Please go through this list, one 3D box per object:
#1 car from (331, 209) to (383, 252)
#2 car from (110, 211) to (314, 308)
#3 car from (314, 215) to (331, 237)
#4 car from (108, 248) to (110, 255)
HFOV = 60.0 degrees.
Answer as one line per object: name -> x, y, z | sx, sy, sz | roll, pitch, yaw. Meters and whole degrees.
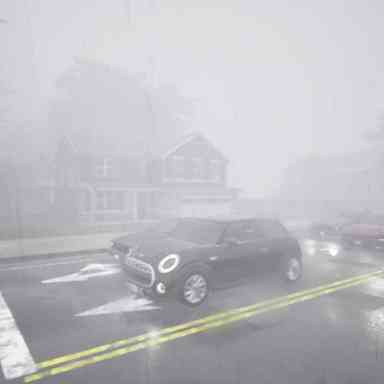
car -> 7.992, 1.553, 13.393 | 5.008, 1.535, 1.882 | 0, 0, -36
car -> 0.628, 1.380, 8.128 | 4.553, 1.767, 2.097 | 0, 0, -35
car -> 8.521, 1.638, 17.765 | 5.357, 1.411, 2.033 | 0, 0, -35
car -> -0.099, 1.583, 11.604 | 5.357, 1.411, 2.033 | 0, 0, -35
